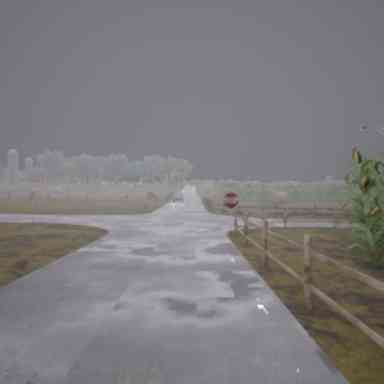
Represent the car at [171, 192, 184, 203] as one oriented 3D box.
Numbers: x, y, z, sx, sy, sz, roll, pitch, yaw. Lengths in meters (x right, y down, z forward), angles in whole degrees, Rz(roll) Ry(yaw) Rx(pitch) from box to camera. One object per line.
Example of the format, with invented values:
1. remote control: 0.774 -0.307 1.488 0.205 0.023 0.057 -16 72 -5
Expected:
1. car: -2.730 1.083 64.698 2.150 2.045 5.566 0 1 0
